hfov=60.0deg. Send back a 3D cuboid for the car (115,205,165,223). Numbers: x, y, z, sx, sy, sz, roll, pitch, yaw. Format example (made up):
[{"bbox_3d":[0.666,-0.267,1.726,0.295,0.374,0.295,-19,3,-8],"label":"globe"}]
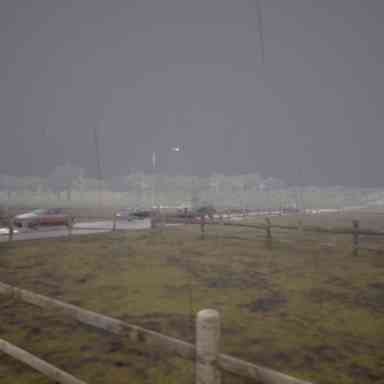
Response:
[{"bbox_3d":[-5.197,1.973,31.078,2.128,1.511,4.902,1,-1,35],"label":"car"}]

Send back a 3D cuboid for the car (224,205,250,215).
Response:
[{"bbox_3d":[6.434,2.579,47.524,1.895,1.301,4.718,1,-1,36],"label":"car"}]

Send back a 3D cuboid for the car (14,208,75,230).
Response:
[{"bbox_3d":[-10.463,1.847,23.613,1.994,1.385,4.181,1,-1,36],"label":"car"}]

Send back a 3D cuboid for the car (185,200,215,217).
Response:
[{"bbox_3d":[0.624,1.941,39.330,2.150,2.045,5.566,1,-1,35],"label":"car"}]

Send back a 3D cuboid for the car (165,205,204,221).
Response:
[{"bbox_3d":[-1.156,2.189,31.704,1.895,1.301,4.718,1,-1,35],"label":"car"}]

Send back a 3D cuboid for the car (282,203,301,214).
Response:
[{"bbox_3d":[17.421,2.790,58.091,2.097,1.767,4.553,1,-1,37],"label":"car"}]
